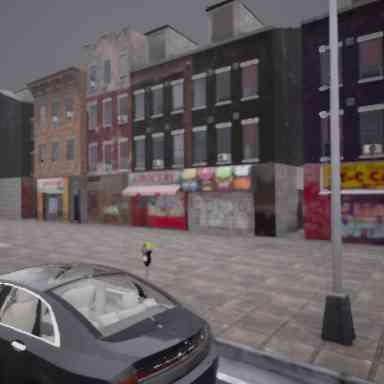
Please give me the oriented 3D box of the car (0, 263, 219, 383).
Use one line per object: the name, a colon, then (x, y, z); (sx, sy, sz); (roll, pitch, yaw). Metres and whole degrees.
car: (-1.783, 1.572, 4.084); (4.403, 1.369, 2.008); (0, -1, 35)
